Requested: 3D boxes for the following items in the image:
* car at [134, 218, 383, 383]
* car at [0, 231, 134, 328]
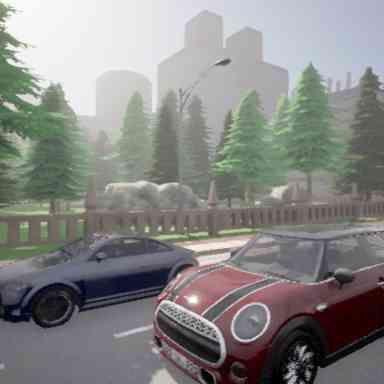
[{"bbox_3d":[1.678,1.347,5.188,4.553,1.767,2.097,0,0,-35],"label":"car"},{"bbox_3d":[-1.817,1.561,6.997,4.181,1.385,1.994,0,0,-35],"label":"car"}]
